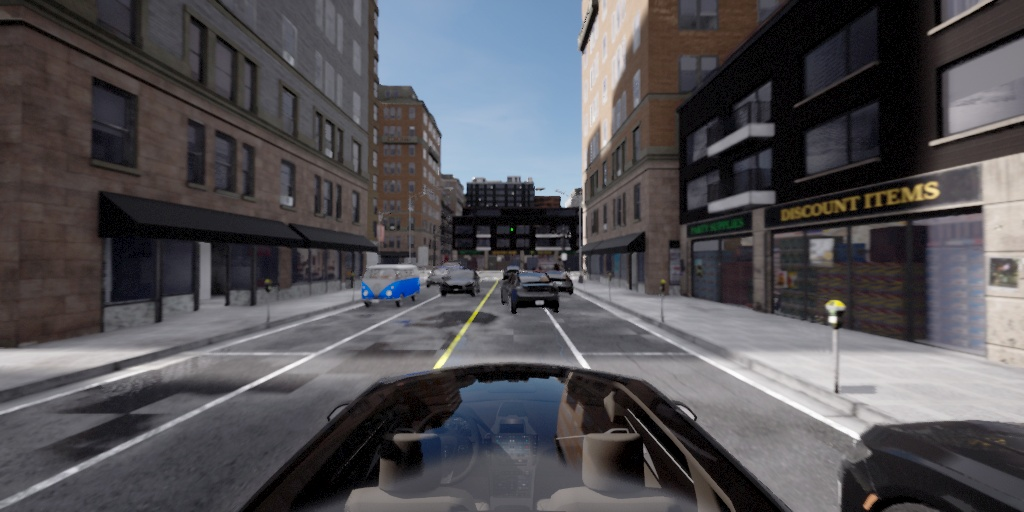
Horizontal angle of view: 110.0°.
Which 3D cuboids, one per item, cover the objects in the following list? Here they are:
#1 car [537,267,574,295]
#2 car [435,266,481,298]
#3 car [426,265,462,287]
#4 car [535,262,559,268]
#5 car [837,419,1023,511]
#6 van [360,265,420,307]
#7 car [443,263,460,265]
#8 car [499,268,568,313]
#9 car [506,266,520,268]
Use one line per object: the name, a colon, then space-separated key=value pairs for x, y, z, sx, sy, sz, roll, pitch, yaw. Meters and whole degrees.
car: x=2.641 y=1.580 z=21.892 sx=1.948 sy=1.339 sz=4.313 roll=0 pitch=0 yaw=0
car: x=-2.841 y=1.503 z=20.635 sx=1.837 sy=1.490 sz=4.892 roll=0 pitch=-1 yaw=0
car: x=-5.383 y=1.639 z=27.555 sx=2.007 sy=1.370 sz=4.403 roll=0 pitch=0 yaw=0
car: x=2.643 y=1.403 z=27.554 sx=2.192 sy=1.841 sz=5.009 roll=0 pitch=0 yaw=0
car: x=3.021 y=1.235 z=0.291 sx=1.837 sy=1.490 sz=4.892 roll=0 pitch=-1 yaw=0
van: x=-5.385 y=1.281 z=16.232 sx=1.690 sy=1.789 sz=3.998 roll=0 pitch=0 yaw=0
car: x=-9.205 y=1.719 z=51.687 sx=4.553 sy=1.767 sz=2.097 roll=0 pitch=0 yaw=19
car: x=0.640 y=1.428 z=14.957 sx=1.837 sy=1.490 sz=4.892 roll=0 pitch=-1 yaw=-8
car: x=0.118 y=1.677 z=33.984 sx=1.837 sy=1.490 sz=4.892 roll=0 pitch=-1 yaw=1
